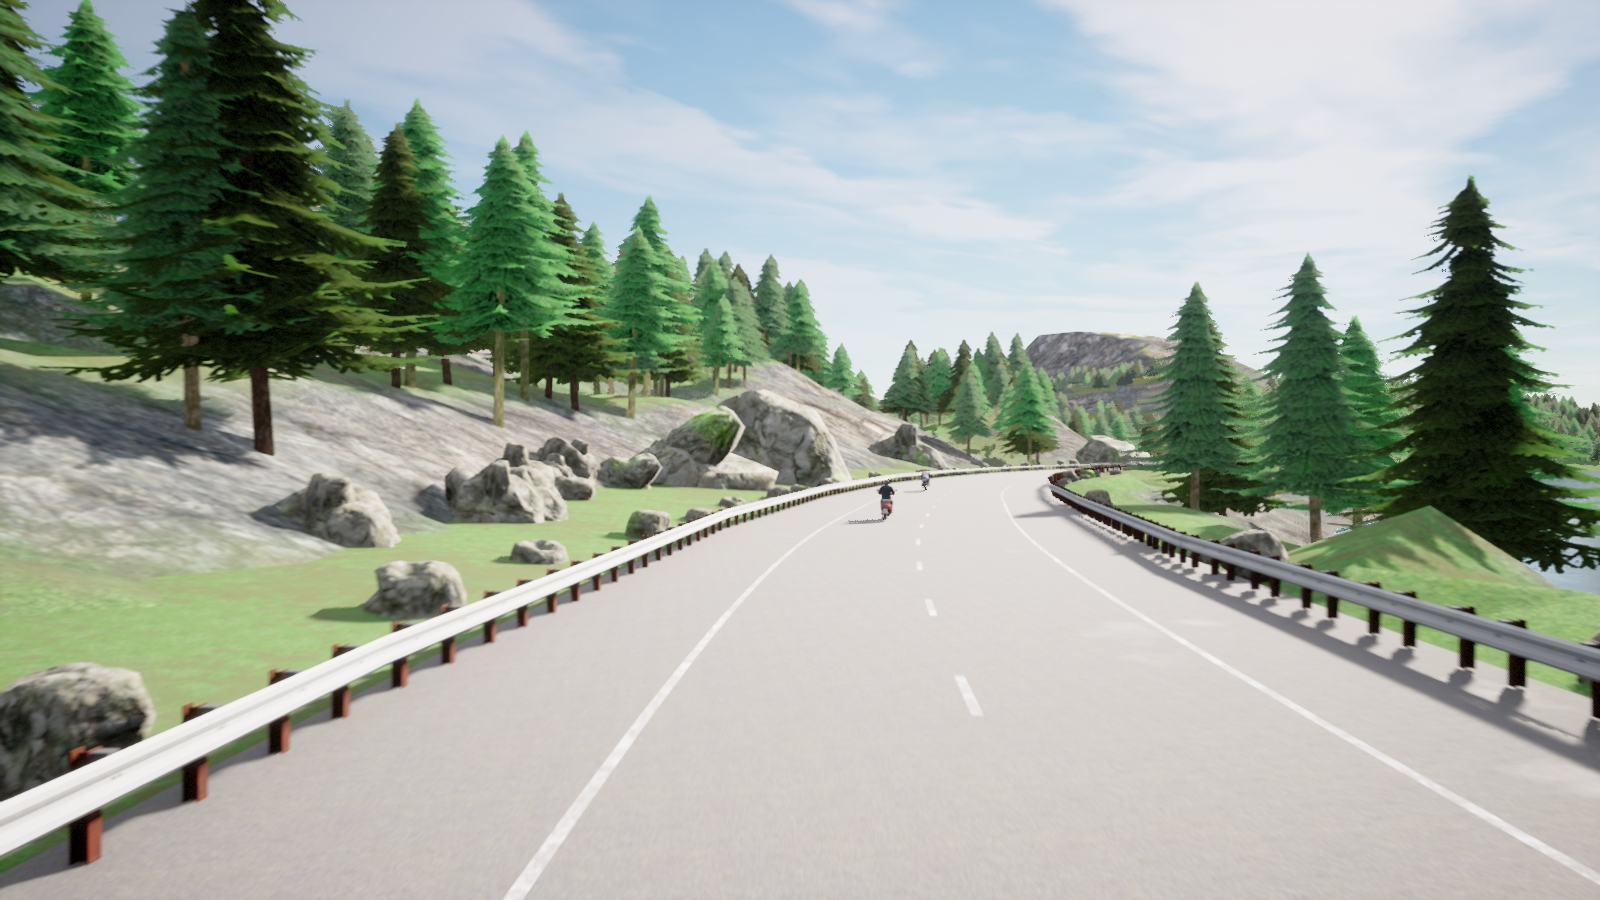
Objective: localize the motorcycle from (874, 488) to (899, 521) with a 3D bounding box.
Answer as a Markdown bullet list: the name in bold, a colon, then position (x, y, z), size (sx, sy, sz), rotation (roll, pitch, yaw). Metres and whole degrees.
- **motorcycle**: position (3.484, 2.183, 46.102), size (0.856, 1.236, 1.805), rotation (1, 0, 9)
